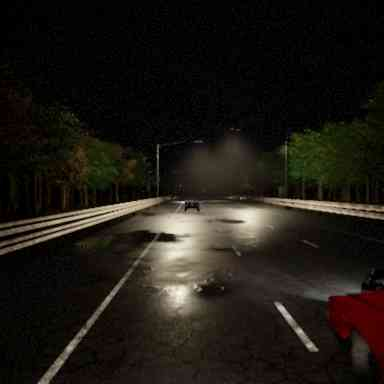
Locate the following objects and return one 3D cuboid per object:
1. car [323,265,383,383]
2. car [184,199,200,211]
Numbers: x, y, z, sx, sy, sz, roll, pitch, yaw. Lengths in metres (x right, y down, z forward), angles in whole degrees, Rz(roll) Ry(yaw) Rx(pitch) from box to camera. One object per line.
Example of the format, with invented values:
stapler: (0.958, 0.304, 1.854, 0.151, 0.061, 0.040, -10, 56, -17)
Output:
car: (3.050, 1.603, 2.640, 1.895, 1.301, 4.718, -2, 0, -8)
car: (0.015, 1.573, 41.381, 2.033, 1.411, 5.357, 0, 0, 0)
